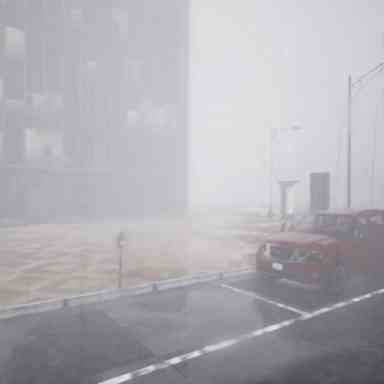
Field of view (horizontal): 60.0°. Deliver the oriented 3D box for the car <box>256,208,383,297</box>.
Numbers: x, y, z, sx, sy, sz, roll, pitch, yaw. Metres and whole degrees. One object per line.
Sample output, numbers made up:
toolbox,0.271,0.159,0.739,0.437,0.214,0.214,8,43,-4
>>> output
car,4.003,1.401,9.035,5.009,1.841,2.192,1,0,-35
